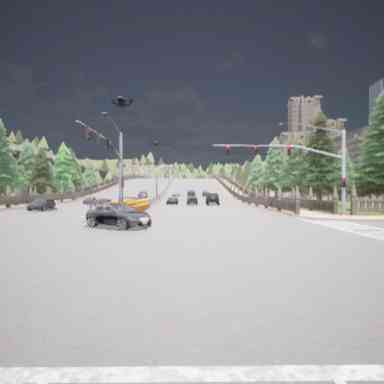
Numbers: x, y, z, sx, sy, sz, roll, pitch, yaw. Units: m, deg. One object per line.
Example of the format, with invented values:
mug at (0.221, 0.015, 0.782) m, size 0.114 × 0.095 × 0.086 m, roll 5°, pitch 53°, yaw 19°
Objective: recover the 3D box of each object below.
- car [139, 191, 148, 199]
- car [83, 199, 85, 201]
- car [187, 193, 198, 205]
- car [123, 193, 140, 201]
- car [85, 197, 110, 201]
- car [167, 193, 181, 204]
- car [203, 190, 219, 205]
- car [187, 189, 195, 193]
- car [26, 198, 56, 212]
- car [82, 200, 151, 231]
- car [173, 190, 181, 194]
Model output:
car at (-10.621, 0.552, 71.219) m, size 2.097 × 1.767 × 4.553 m, roll 0°, pitch 3°, yaw 0°
car at (-17.619, 1.491, 57.969) m, size 1.994 × 1.385 × 4.181 m, roll 0°, pitch 1°, yaw 0°
car at (0.044, 1.405, 59.205) m, size 1.837 × 1.490 × 4.892 m, roll 0°, pitch 2°, yaw 0°
car at (-10.619, 1.451, 56.281) m, size 2.128 × 1.511 × 4.902 m, roll 0°, pitch 1°, yaw 0°
car at (-10.597, 1.504, 38.960) m, size 1.837 × 1.490 × 4.892 m, roll 0°, pitch 0°, yaw 0°
car at (-3.459, 1.445, 59.798) m, size 1.994 × 1.385 × 4.181 m, roll 0°, pitch 2°, yaw 0°
car at (3.548, 1.143, 58.389) m, size 2.150 × 2.045 × 5.566 m, roll 0°, pitch 1°, yaw 0°
car at (-0.160, 0.118, 78.462) m, size 1.882 × 1.535 × 5.008 m, roll 0°, pitch 7°, yaw 0°
car at (-17.598, 1.504, 39.095) m, size 1.837 × 1.490 × 4.892 m, roll 0°, pitch 0°, yaw 0°
car at (-4.637, 1.491, 20.610) m, size 4.902 × 1.511 × 2.128 m, roll 0°, pitch 0°, yaw 38°
car at (-3.660, 0.228, 78.515) m, size 1.895 × 1.301 × 4.718 m, roll 0°, pitch 7°, yaw 0°
